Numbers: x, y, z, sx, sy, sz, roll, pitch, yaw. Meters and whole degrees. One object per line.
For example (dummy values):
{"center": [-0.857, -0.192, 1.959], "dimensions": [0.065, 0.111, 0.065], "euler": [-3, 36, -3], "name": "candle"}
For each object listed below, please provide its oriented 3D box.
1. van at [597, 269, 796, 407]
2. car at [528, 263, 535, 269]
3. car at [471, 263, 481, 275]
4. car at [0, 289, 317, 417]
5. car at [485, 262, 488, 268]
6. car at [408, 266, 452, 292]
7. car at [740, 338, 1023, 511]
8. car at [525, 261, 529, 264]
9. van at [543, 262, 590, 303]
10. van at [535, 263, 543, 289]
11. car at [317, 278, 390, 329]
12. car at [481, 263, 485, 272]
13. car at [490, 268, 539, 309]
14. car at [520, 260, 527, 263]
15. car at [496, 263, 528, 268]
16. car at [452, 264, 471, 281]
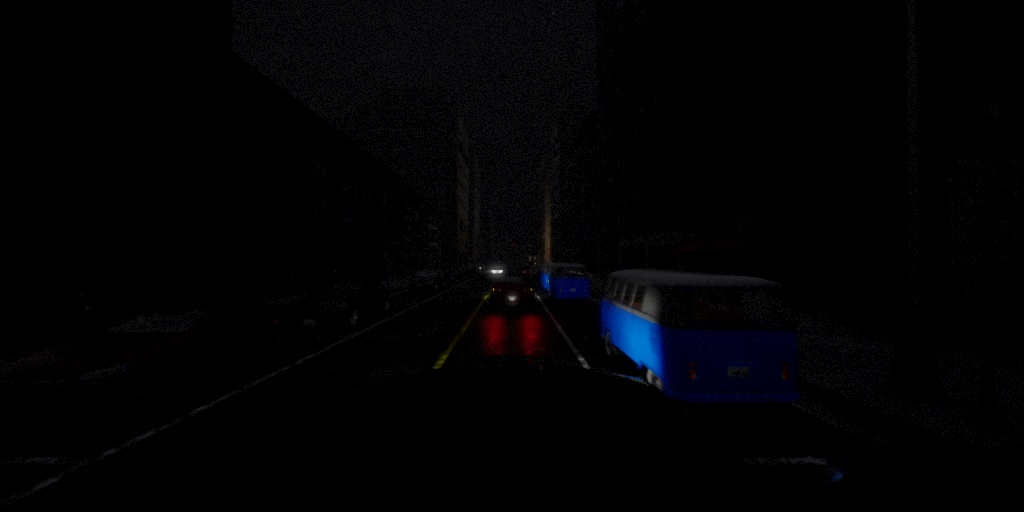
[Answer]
{"center": [2.639, 1.134, 6.021], "dimensions": [1.690, 1.789, 3.998], "euler": [0, 0, 0], "name": "van"}
{"center": [2.647, 1.657, 34.432], "dimensions": [1.802, 1.307, 4.207], "euler": [0, 0, 0], "name": "car"}
{"center": [-5.375, 1.732, 45.798], "dimensions": [1.888, 1.381, 4.507], "euler": [0, 0, 0], "name": "car"}
{"center": [-5.386, 1.376, 6.024], "dimensions": [1.802, 1.307, 4.207], "euler": [0, 0, 0], "name": "car"}
{"center": [-5.372, 1.843, 57.162], "dimensions": [1.888, 1.381, 4.507], "euler": [0, 0, 0], "name": "car"}
{"center": [-5.381, 1.514, 23.070], "dimensions": [2.007, 1.370, 4.403], "euler": [0, 0, 0], "name": "car"}
{"center": [2.638, 1.287, 0.340], "dimensions": [2.007, 1.370, 4.403], "euler": [0, 0, 0], "name": "car"}
{"center": [2.648, 1.657, 40.284], "dimensions": [1.751, 1.417, 4.829], "euler": [0, 0, 0], "name": "car"}
{"center": [2.642, 1.248, 17.386], "dimensions": [1.690, 1.789, 3.998], "euler": [0, 0, 0], "name": "van"}
{"center": [2.644, 1.304, 23.068], "dimensions": [1.690, 1.789, 3.998], "euler": [0, 0, 0], "name": "van"}
{"center": [-5.384, 1.416, 11.706], "dimensions": [1.948, 1.339, 4.313], "euler": [0, 0, 0], "name": "car"}
{"center": [-5.374, 1.793, 51.480], "dimensions": [2.007, 1.370, 4.403], "euler": [0, 0, 0], "name": "car"}
{"center": [0.029, 1.416, 15.741], "dimensions": [1.812, 1.442, 4.674], "euler": [0, 0, 0], "name": "car"}
{"center": [2.767, 1.894, 64.207], "dimensions": [1.812, 1.442, 4.674], "euler": [0, -1, 0], "name": "car"}
{"center": [0.020, 1.573, 29.362], "dimensions": [2.033, 1.411, 5.357], "euler": [0, -1, 0], "name": "car"}
{"center": [-5.378, 1.641, 34.434], "dimensions": [1.948, 1.339, 4.313], "euler": [0, 0, 0], "name": "car"}
